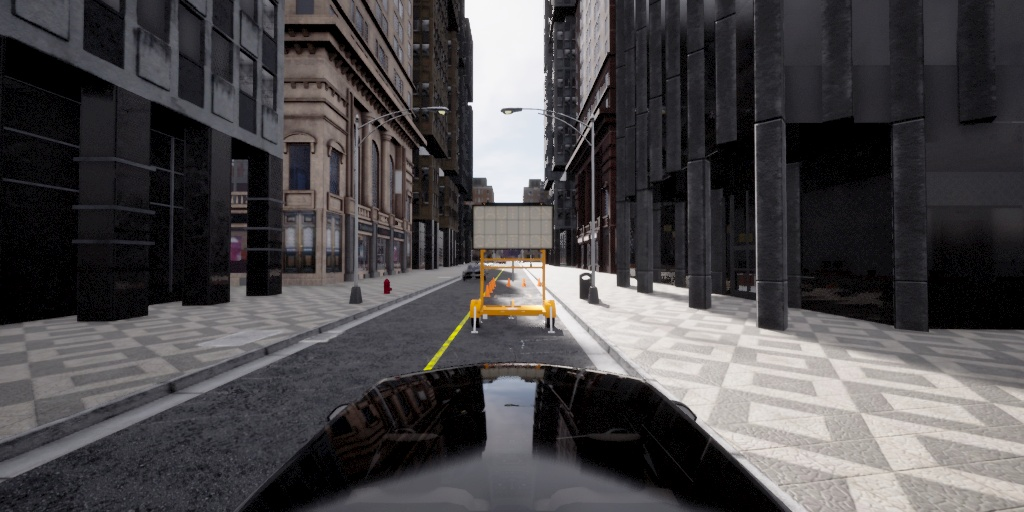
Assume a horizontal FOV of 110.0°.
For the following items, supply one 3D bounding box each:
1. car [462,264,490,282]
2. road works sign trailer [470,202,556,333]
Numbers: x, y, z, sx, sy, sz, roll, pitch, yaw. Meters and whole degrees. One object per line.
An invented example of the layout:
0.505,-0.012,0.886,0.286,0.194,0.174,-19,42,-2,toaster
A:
-2.911,1.367,29.369,1.895,1.301,4.718,0,0,0,car
0.029,0.217,10.712,2.380,3.560,2.880,0,0,0,road works sign trailer
